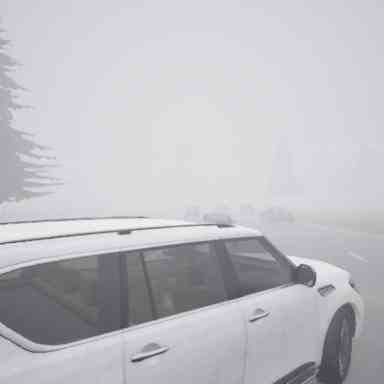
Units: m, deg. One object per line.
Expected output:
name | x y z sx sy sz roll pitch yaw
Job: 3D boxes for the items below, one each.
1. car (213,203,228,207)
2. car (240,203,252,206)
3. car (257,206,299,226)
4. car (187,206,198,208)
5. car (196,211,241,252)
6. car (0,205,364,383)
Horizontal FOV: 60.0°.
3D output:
car | 3.791 2.214 42.747 1.882 1.535 5.008 -1 -1 2
car | 7.430 2.245 45.437 1.837 1.490 4.892 -1 -1 2
car | 7.265 1.985 28.764 2.033 1.411 5.357 -1 -1 -3
car | 0.094 2.231 37.236 2.033 1.411 5.357 -1 -1 1
car | 1.136 1.797 16.424 1.837 1.490 4.892 1 -1 0
car | -0.192 1.296 3.602 5.566 2.045 2.150 0 -1 -42
